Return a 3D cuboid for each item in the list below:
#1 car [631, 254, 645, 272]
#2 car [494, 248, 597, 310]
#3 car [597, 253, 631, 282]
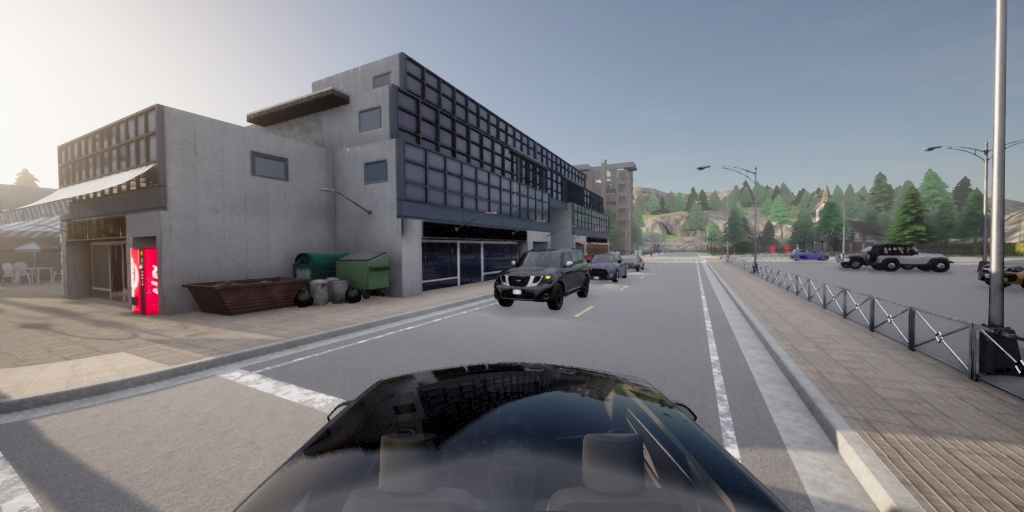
[{"bbox_3d":[10.516,0.559,31.732,1.812,1.442,4.674,0,1,27],"label":"car"},{"bbox_3d":[1.408,0.730,13.849,2.150,2.045,5.566,0,1,27],"label":"car"},{"bbox_3d":[5.870,0.627,22.615,2.097,1.767,4.553,0,1,27],"label":"car"}]
